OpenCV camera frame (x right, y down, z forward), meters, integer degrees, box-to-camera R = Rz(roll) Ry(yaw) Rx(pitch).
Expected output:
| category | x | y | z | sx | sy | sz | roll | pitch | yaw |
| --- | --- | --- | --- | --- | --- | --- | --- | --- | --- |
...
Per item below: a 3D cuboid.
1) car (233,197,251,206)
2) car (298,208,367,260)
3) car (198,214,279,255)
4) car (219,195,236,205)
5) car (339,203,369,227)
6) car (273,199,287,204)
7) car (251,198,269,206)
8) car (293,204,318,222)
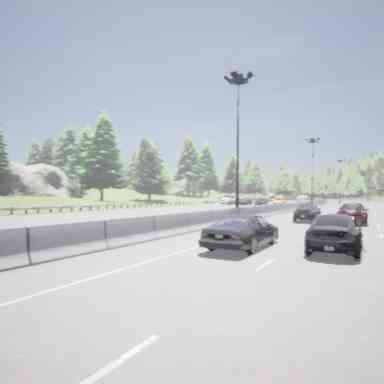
| category | x | y | z | sx | sy | sz | roll | pitch | yaw |
| --- | --- | --- | --- | --- | --- | --- | --- | --- | --- |
| car | 10.680 | 2.012 | 66.946 | 2.033 | 1.411 | 5.357 | 0 | 0 | 28 |
| car | 5.723 | 1.632 | 13.180 | 1.837 | 1.490 | 4.892 | 0 | 0 | 29 |
| car | 2.159 | 1.644 | 13.963 | 2.033 | 1.411 | 5.357 | 0 | 0 | 28 |
| car | 7.574 | 1.673 | 68.552 | 2.150 | 2.045 | 5.566 | 0 | 0 | 28 |
| car | 12.764 | 1.615 | 26.321 | 2.097 | 1.767 | 4.553 | 0 | 0 | 29 |
| car | 16.848 | 1.987 | 63.671 | 1.882 | 1.535 | 5.008 | 0 | 0 | 29 |
| car | 13.766 | 1.992 | 65.318 | 1.837 | 1.490 | 4.892 | 0 | 0 | 29 |
| car | 9.907 | 1.774 | 28.394 | 1.812 | 1.442 | 4.674 | 0 | 0 | 29 |
